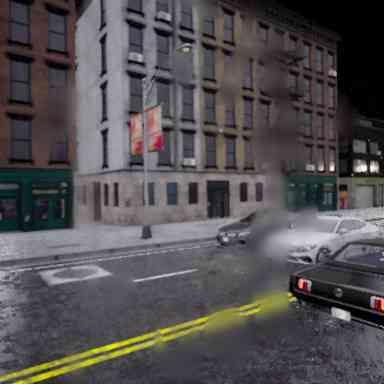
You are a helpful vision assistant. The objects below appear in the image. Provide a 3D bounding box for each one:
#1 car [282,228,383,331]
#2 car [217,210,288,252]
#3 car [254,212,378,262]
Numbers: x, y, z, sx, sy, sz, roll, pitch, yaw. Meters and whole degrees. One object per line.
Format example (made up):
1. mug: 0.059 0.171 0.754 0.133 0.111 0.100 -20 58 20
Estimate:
1. car: 4.088 1.559 6.377 4.718 1.301 1.895 -1 0 -36
2. car: 3.167 1.508 13.952 4.674 1.442 1.812 -1 0 -35
3. car: 4.410 1.486 10.845 4.674 1.442 1.812 -1 0 -35
